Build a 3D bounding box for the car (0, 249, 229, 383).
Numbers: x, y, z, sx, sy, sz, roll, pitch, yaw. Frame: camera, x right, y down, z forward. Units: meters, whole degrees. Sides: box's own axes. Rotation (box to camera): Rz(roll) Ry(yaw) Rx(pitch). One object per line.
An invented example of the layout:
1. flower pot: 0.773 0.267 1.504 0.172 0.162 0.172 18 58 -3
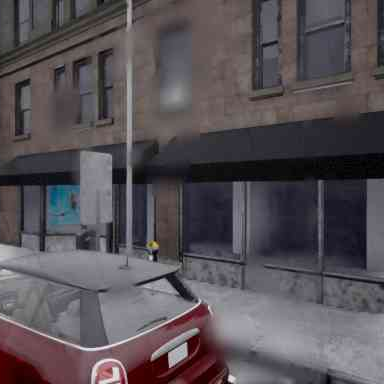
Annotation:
1. car: -1.699 1.440 4.025 4.097 1.590 1.967 0 0 36
